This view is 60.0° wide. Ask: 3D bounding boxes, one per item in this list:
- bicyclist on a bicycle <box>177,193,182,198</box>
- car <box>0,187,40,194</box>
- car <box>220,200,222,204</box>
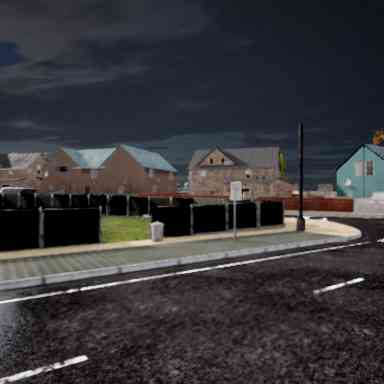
[{"bbox_3d":[-1.326,0.892,35.002,0.582,1.620,1.656,1,1,19],"label":"bicyclist on a bicycle"},{"bbox_3d":[-17.314,0.538,34.338,5.566,2.045,2.150,1,0,19],"label":"car"},{"bbox_3d":[2.030,1.252,27.635,4.181,1.385,1.994,1,0,19],"label":"car"}]
